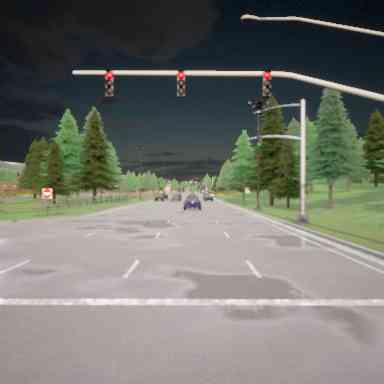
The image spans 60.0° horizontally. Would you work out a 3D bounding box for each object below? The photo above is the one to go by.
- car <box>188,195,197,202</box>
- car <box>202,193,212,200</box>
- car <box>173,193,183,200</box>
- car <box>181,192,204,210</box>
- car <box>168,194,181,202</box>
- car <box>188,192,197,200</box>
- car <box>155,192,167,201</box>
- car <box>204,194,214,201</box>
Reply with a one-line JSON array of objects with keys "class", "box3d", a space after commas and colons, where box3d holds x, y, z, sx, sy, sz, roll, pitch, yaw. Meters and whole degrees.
[{"class": "car", "box3d": [0.095, 1.295, 71.348, 1.994, 1.385, 4.181, 0, 0, 0]}, {"class": "car", "box3d": [3.609, 1.088, 81.379, 2.033, 1.411, 5.357, 0, 0, 0]}, {"class": "car", "box3d": [-3.391, 1.088, 81.388, 2.033, 1.411, 5.357, 0, 0, 0]}, {"class": "car", "box3d": [0.054, 1.211, 40.321, 2.097, 1.767, 4.553, 0, 0, 0]}, {"class": "car", "box3d": [-3.405, 1.284, 70.969, 2.033, 1.411, 5.357, 0, 0, 0]}, {"class": "car", "box3d": [0.109, 0.904, 81.353, 2.097, 1.767, 4.553, 0, 0, 0]}, {"class": "car", "box3d": [-6.904, 1.267, 71.390, 1.812, 1.442, 4.674, 0, 0, 0]}, {"class": "car", "box3d": [3.596, 1.338, 71.407, 1.895, 1.301, 4.718, 0, 0, 0]}]
